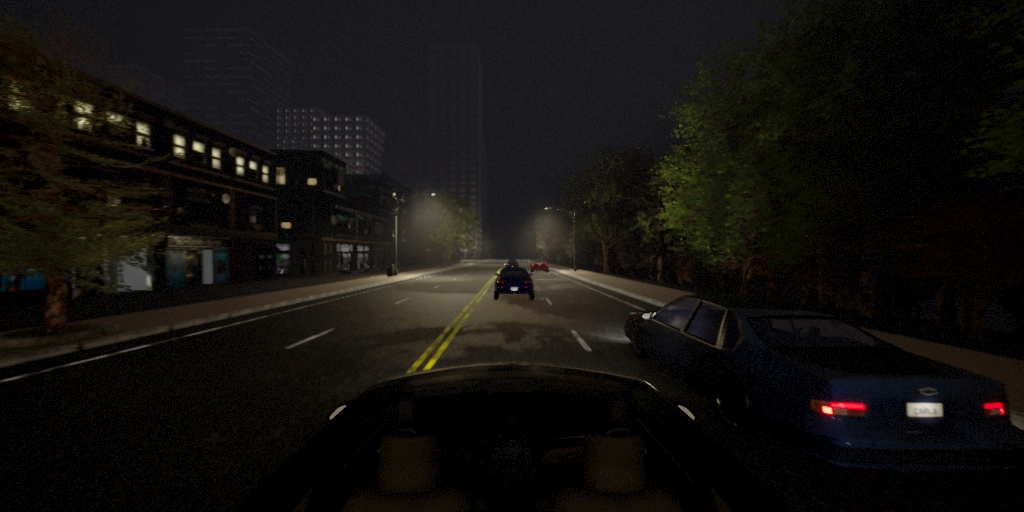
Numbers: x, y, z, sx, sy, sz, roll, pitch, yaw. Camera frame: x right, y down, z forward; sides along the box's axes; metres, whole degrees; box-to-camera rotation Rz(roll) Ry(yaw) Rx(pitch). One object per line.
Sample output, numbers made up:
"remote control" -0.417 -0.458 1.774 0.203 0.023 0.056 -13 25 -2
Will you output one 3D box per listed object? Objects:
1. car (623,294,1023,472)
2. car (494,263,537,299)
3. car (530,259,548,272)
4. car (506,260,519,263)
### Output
"car" 3.349 1.298 5.422 2.033 1.411 5.357 0 0 0
"car" 0.095 1.277 18.091 1.812 1.442 4.674 0 0 0
"car" 3.336 1.100 45.468 2.097 1.767 4.553 0 0 0
"car" 0.083 1.272 52.090 1.812 1.442 4.674 0 0 0
